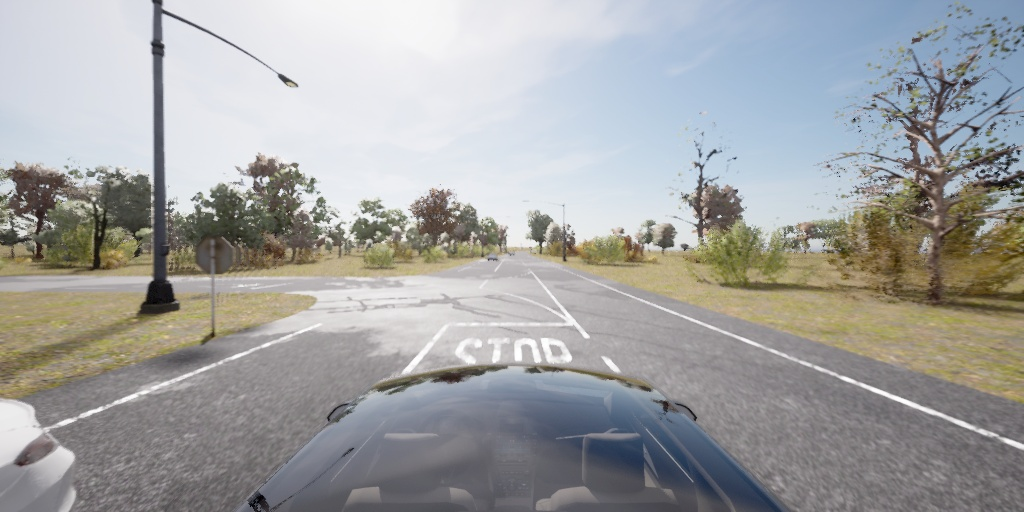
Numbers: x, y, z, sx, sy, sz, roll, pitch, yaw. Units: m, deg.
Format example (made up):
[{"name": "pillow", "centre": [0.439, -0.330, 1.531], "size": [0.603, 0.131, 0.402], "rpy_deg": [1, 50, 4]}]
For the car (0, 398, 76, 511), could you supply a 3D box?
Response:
[{"name": "car", "centre": [-3.509, 1.300, 0.164], "size": [1.812, 1.442, 4.674], "rpy_deg": [0, 1, 0]}]

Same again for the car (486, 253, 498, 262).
[{"name": "car", "centre": [-3.427, 0.279, 63.188], "size": [1.812, 1.442, 4.674], "rpy_deg": [0, 1, 0]}]
